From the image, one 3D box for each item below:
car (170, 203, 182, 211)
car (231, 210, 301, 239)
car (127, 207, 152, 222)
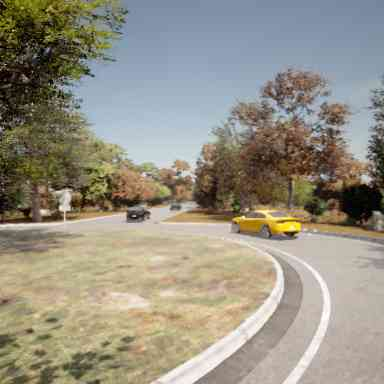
[{"bbox_3d":[-3.072,2.917,64.826,1.837,1.490,4.892,-1,-1,5],"label":"car"},{"bbox_3d":[4.271,1.841,20.089,1.882,1.535,5.008,1,-2,-26],"label":"car"},{"bbox_3d":[-5.652,2.324,35.973,1.882,1.535,5.008,-2,-1,3],"label":"car"}]
